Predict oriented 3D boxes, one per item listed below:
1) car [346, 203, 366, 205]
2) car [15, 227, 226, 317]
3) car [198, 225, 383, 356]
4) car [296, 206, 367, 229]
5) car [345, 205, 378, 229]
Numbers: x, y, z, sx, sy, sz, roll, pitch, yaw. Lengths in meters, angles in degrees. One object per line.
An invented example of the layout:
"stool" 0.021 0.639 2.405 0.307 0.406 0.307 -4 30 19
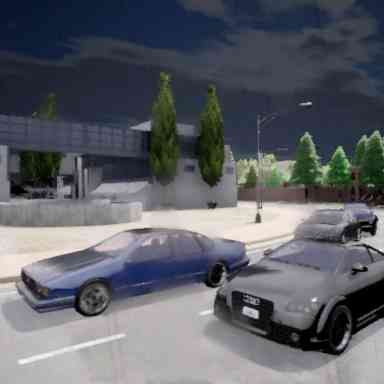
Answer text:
"car" 11.789 1.547 23.890 1.882 1.535 5.008 0 0 24
"car" -0.985 1.561 7.725 5.357 1.411 2.033 0 0 -38
"car" 2.372 1.580 6.158 4.181 1.385 1.994 0 0 -41
"car" 6.117 1.547 14.717 1.837 1.490 4.892 0 0 38
"car" 9.611 1.660 19.189 1.895 1.301 4.718 0 0 31
